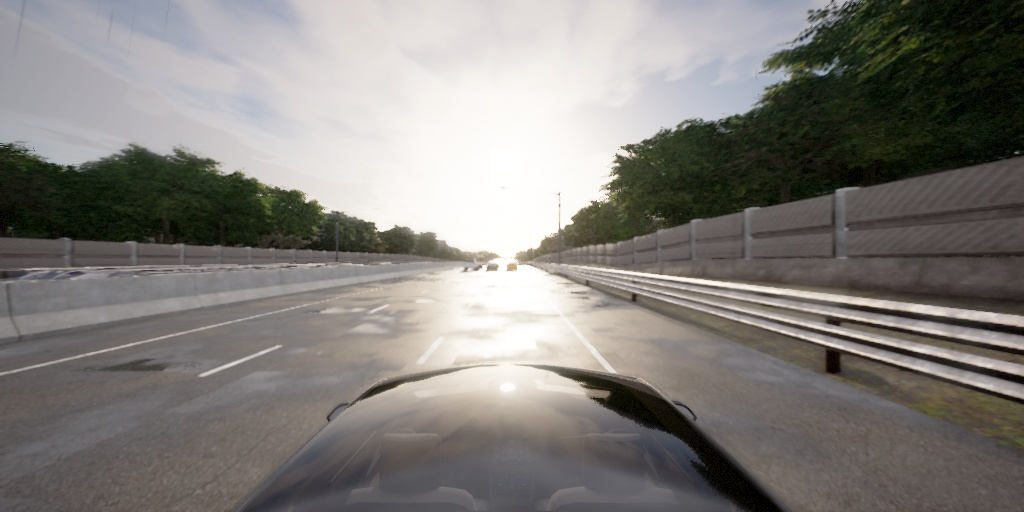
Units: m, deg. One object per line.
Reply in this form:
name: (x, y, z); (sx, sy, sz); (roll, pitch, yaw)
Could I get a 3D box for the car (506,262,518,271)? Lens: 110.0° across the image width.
car: (-0.007, 1.785, 62.912); (1.882, 1.535, 5.008); (0, -1, 0)

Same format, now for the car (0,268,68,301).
car: (-24.590, 1.358, 16.670); (1.837, 1.490, 4.892); (0, 0, 0)

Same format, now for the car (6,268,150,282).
car: (-17.594, 1.369, 15.508); (1.812, 1.442, 4.674); (0, 0, 0)

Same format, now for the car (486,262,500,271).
car: (-3.507, 1.855, 62.911); (2.033, 1.411, 5.357); (0, -1, 0)

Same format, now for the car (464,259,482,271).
car: (-7.008, 1.521, 62.111); (2.150, 2.045, 5.566); (0, -1, 0)

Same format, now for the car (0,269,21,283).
car: (-21.090, 1.345, 16.794); (2.128, 1.511, 4.902); (0, 0, 0)
